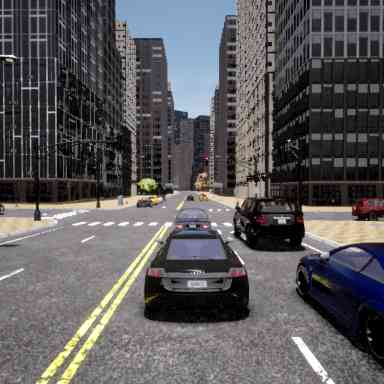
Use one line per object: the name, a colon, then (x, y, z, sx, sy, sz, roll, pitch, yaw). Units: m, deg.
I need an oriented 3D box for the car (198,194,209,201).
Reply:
car: (2.883, 1.396, 78.641, 1.882, 1.535, 5.008, 0, 0, 0)

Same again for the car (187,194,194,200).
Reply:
car: (-0.418, 1.387, 89.461, 1.882, 1.535, 5.008, 0, 0, 0)

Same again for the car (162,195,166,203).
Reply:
car: (-6.841, 1.469, 66.544, 1.812, 1.442, 4.674, 0, 0, 0)

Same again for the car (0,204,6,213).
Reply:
car: (-19.947, 1.345, 30.927, 4.892, 1.490, 1.837, 1, 1, 1)

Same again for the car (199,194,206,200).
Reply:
car: (2.834, 1.242, 89.058, 1.837, 1.490, 4.892, 0, 0, 0)

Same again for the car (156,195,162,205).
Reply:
car: (-6.849, 1.433, 57.096, 1.882, 1.535, 5.008, 0, 0, 0)

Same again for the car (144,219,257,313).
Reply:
car: (0.066, 1.560, 7.772, 1.994, 1.385, 4.181, 0, 0, -1)

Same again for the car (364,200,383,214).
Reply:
car: (21.641, 1.643, 36.225, 4.829, 1.417, 1.752, 1, 0, 1)

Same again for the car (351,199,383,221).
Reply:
car: (16.071, 1.520, 27.913, 5.009, 1.841, 2.192, 1, 0, 1)

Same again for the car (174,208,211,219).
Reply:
car: (0.021, 1.538, 16.994, 2.033, 1.411, 5.357, 0, 0, 0)

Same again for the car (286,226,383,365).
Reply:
car: (3.333, 1.561, 5.803, 1.994, 1.385, 4.181, 0, 0, -1)

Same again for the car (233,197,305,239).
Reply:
car: (3.304, 1.213, 15.224, 2.150, 2.045, 5.566, 0, 0, -2)

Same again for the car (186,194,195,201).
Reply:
car: (-0.371, 1.426, 79.402, 1.837, 1.490, 4.892, 0, 0, 0)

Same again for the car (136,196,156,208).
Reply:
car: (-6.815, 1.529, 48.167, 1.994, 1.385, 4.181, 0, 0, 0)
